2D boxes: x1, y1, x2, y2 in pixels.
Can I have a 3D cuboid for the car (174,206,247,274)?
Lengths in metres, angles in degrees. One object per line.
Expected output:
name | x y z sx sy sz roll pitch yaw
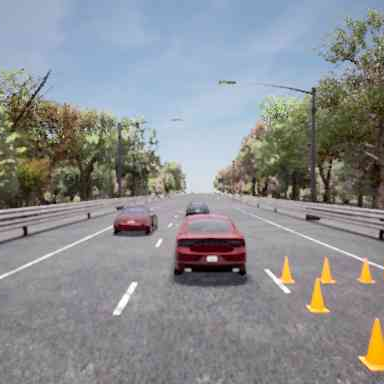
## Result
car | 0.469 1.430 10.396 1.882 1.535 5.008 0 0 0

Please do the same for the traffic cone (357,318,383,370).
traffic cone | 2.405 1.942 4.329 0.340 0.580 0.340 0 0 -1

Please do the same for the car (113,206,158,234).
car | -3.046 1.465 18.651 1.994 1.385 4.181 0 0 0

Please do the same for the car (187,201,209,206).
car | 0.477 1.440 28.511 1.994 1.385 4.181 0 0 0

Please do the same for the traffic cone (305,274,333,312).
traffic cone | 2.384 1.934 6.329 0.340 0.580 0.340 0 0 -1

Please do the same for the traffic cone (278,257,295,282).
traffic cone | 2.363 1.926 8.328 0.340 0.580 0.340 0 0 -1

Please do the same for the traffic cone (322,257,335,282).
traffic cone | 3.362 1.931 8.339 0.340 0.580 0.340 0 0 -1

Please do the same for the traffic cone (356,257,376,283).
traffic cone | 4.362 1.936 8.350 0.340 0.580 0.340 0 0 -1
